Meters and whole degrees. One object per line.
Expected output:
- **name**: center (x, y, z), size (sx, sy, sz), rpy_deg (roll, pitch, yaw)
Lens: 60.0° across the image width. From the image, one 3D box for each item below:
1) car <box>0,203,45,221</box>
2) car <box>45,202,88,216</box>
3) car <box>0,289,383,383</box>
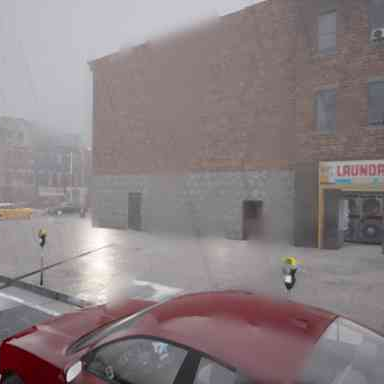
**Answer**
- **car**: center (-16.156, 1.766, 29.571), size (1.882, 1.535, 5.008), rpy_deg (1, 0, 36)
- **car**: center (-14.107, 1.855, 37.494), size (1.837, 1.490, 4.892), rpy_deg (1, 0, 36)
- **car**: center (0.132, 1.544, 2.704), size (4.507, 1.381, 1.887), rpy_deg (0, 1, 36)
